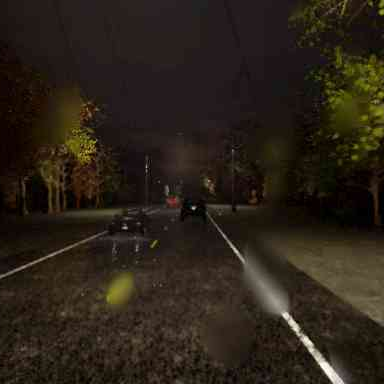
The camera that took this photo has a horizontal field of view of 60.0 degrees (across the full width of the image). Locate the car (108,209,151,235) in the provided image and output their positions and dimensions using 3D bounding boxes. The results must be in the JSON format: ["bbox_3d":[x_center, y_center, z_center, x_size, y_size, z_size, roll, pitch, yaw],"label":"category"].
[{"bbox_3d":[-3.584,1.735,19.773,1.994,1.385,4.181,0,0,0],"label":"car"}]

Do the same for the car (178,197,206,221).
[{"bbox_3d":[0.120,1.488,30.636,2.150,2.045,5.566,0,0,0],"label":"car"}]

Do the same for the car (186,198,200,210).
[{"bbox_3d":[0.133,1.802,52.198,2.097,1.767,4.553,0,-1,0],"label":"car"}]

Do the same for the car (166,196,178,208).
[{"bbox_3d":[-3.480,1.751,60.633,2.150,2.045,5.566,0,0,1],"label":"car"}]
